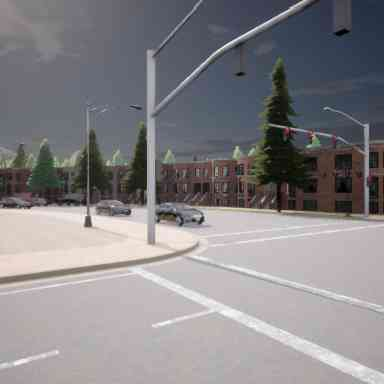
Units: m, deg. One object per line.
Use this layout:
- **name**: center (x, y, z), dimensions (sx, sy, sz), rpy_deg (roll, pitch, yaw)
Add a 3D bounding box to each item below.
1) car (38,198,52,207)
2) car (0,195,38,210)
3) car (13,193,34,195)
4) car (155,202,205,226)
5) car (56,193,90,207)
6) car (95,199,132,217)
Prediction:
- **car**: center (-24.176, 1.547, 51.132), dimensions (5.357, 1.411, 2.033), rpy_deg (0, 0, 17)
- **car**: center (-22.852, 1.506, 43.124), dimensions (4.892, 1.490, 1.837), rpy_deg (0, 0, 23)
- **car**: center (-29.038, 1.221, 55.918), dimensions (5.566, 2.045, 2.150), rpy_deg (0, 0, 10)
- **car**: center (-1.072, 1.492, 23.352), dimensions (2.128, 1.511, 4.902), rpy_deg (0, 0, -36)
- **car**: center (-18.919, 1.221, 52.865), dimensions (5.566, 2.045, 2.150), rpy_deg (0, 0, 23)
- **car**: center (-7.580, 1.503, 31.822), dimensions (1.837, 1.490, 4.892), rpy_deg (0, 1, -41)
